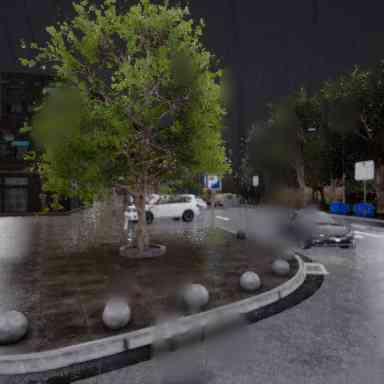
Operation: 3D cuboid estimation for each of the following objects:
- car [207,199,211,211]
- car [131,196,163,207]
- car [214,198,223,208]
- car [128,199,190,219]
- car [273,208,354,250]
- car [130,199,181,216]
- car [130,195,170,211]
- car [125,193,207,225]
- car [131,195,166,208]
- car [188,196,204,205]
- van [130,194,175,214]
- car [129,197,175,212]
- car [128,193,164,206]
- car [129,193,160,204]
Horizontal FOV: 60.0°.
[{"bbox_3d":[0.569,1.524,39.733,1.812,1.442,4.674,0,0,-10],"label":"car"},{"bbox_3d":[-7.322,1.522,54.175,4.792,1.488,2.163,-1,0,-30],"label":"car"},{"bbox_3d":[3.160,1.601,49.173,1.895,1.301,4.718,0,0,-10],"label":"car"},{"bbox_3d":[-2.992,1.478,30.589,5.366,1.575,1.946,-1,0,-30],"label":"car"},{"bbox_3d":[5.034,1.501,14.485,1.837,1.490,4.892,0,0,-6],"label":"car"},{"bbox_3d":[-3.688,1.523,33.453,4.674,1.452,2.002,-1,0,-30],"label":"car"},{"bbox_3d":[-5.293,1.360,42.314,4.553,1.767,2.185,-1,0,-30],"label":"car"},{"bbox_3d":[-2.107,1.231,24.558,5.566,2.045,2.435,-1,0,-30],"label":"car"},{"bbox_3d":[-6.275,1.361,48.251,4.553,1.767,2.185,-1,0,-30],"label":"car"},{"bbox_3d":[0.707,1.507,62.562,2.128,1.511,4.902,0,0,-10],"label":"car"},{"bbox_3d":[-4.312,1.260,36.345,4.442,1.987,1.878,-1,0,-30],"label":"van"},{"bbox_3d":[-4.728,1.484,39.365,5.008,1.535,2.097,-1,0,-30],"label":"car"},{"bbox_3d":[-7.843,1.244,57.129,5.566,2.045,2.435,-1,0,-30],"label":"car"},{"bbox_3d":[-9.414,1.261,66.008,5.566,2.045,2.435,-1,0,-30],"label":"car"}]
